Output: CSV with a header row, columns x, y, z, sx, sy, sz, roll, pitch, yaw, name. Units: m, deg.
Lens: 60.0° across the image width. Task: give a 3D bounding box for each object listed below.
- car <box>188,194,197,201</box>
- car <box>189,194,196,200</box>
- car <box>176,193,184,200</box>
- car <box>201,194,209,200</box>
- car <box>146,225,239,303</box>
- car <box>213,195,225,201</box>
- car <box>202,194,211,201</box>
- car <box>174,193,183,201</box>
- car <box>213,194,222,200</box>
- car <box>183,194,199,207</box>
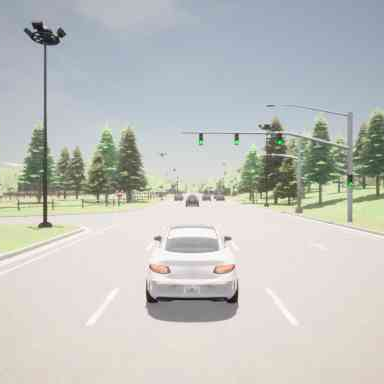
x,y,z,sx,sy,sz,roll,pitch,yaw,name
0.095,1.348,82.968,2.097,1.767,4.553,0,0,0,car
0.106,1.332,93.001,1.837,1.490,4.892,0,0,0,car
-3.394,1.188,92.975,2.097,1.767,4.553,0,0,0,car
3.606,1.372,92.997,2.033,1.411,5.357,0,0,0,car
0.015,1.526,8.065,1.812,1.442,4.674,0,0,0,car
7.094,1.517,82.573,2.128,1.511,4.902,0,0,0,car
3.595,1.348,82.964,2.097,1.767,4.553,0,0,0,car
-3.405,1.544,82.969,1.994,1.385,4.181,0,0,0,car
7.106,1.385,92.993,1.994,1.385,4.181,0,0,0,car
0.059,1.352,51.938,2.097,1.767,4.553,0,0,0,car
